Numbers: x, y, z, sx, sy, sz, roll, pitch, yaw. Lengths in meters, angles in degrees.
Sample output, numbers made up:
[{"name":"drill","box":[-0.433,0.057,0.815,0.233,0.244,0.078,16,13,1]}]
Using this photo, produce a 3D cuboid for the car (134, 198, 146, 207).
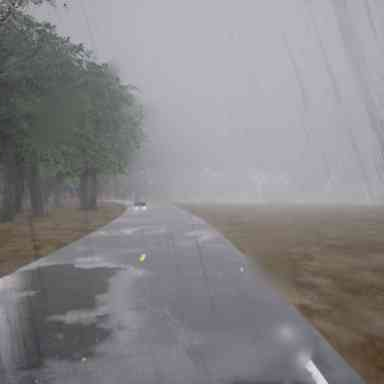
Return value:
[{"name":"car","box":[-8.506,1.645,54.314,2.033,1.411,5.357,-1,0,-12]}]
